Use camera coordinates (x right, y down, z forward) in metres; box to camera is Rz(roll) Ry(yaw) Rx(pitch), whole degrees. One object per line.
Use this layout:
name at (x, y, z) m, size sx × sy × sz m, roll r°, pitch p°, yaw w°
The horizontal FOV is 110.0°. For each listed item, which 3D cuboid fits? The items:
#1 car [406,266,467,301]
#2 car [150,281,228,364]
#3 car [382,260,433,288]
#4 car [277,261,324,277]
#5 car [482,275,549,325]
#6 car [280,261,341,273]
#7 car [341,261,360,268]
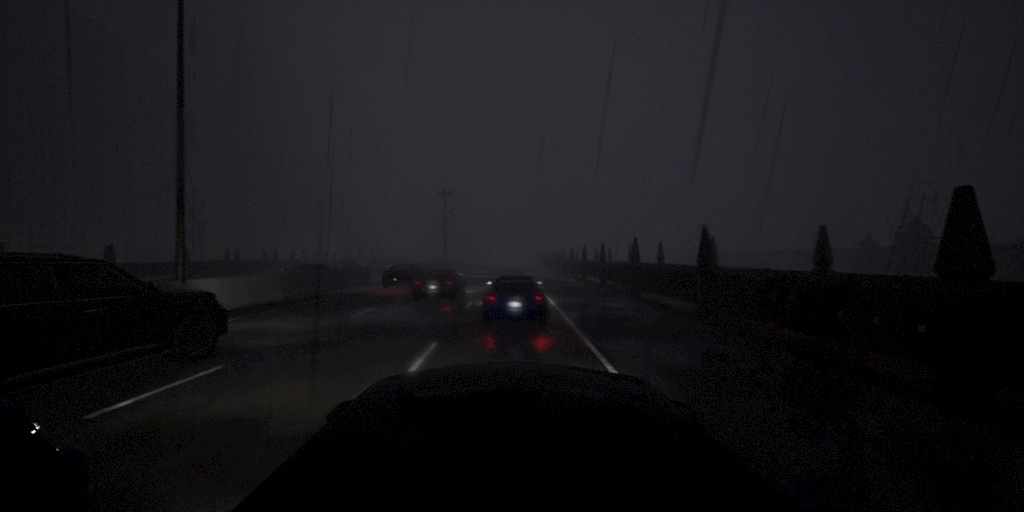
car at (-3.400, 1.310, 17.397) m, size 1.994 × 1.385 × 4.181 m, roll 0°, pitch 0°, yaw 0°
car at (-6.900, 0.971, 4.959) m, size 2.150 × 2.045 × 5.566 m, roll 0°, pitch 0°, yaw 0°
car at (-6.899, 1.222, 23.610) m, size 1.882 × 1.535 × 5.008 m, roll 0°, pitch 0°, yaw 0°
car at (-21.091, 1.249, 36.081) m, size 1.837 × 1.490 × 4.892 m, roll 0°, pitch 0°, yaw 0°
car at (0.100, 1.311, 11.862) m, size 1.994 × 1.385 × 4.181 m, roll 0°, pitch 0°, yaw 0°
car at (-14.098, 1.250, 24.828) m, size 1.837 × 1.490 × 4.892 m, roll 0°, pitch 0°, yaw 0°
car at (-17.589, 1.233, 37.515) m, size 2.128 × 1.511 × 4.902 m, roll 0°, pitch 0°, yaw 0°
